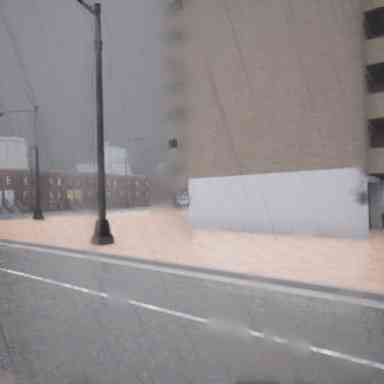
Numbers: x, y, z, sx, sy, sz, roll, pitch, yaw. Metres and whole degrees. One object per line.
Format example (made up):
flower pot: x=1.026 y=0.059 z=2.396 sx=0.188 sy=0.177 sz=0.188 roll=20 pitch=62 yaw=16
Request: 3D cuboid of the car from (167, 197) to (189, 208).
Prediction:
car: x=-2.473 y=2.020 z=65.629 sx=2.150 sy=2.045 sz=5.566 roll=-2 pitch=-2 yaw=37
